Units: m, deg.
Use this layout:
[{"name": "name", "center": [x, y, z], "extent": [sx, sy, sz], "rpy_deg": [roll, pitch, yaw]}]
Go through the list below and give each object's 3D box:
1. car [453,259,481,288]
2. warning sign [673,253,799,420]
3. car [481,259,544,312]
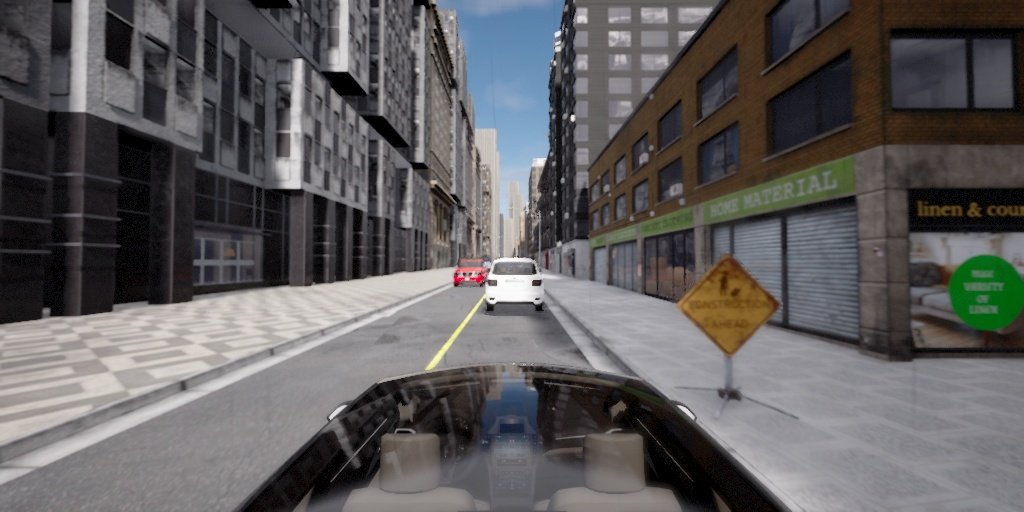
[{"name": "car", "center": [-3.082, 1.263, 27.492], "extent": [2.150, 2.045, 5.566], "rpy_deg": [0, -1, 0]}, {"name": "warning sign", "center": [2.719, 0.898, 4.488], "extent": [1.300, 1.860, 1.060], "rpy_deg": [0, 0, 0]}, {"name": "car", "center": [0.103, 1.129, 15.190], "extent": [2.150, 2.045, 5.566], "rpy_deg": [0, 0, 0]}]
